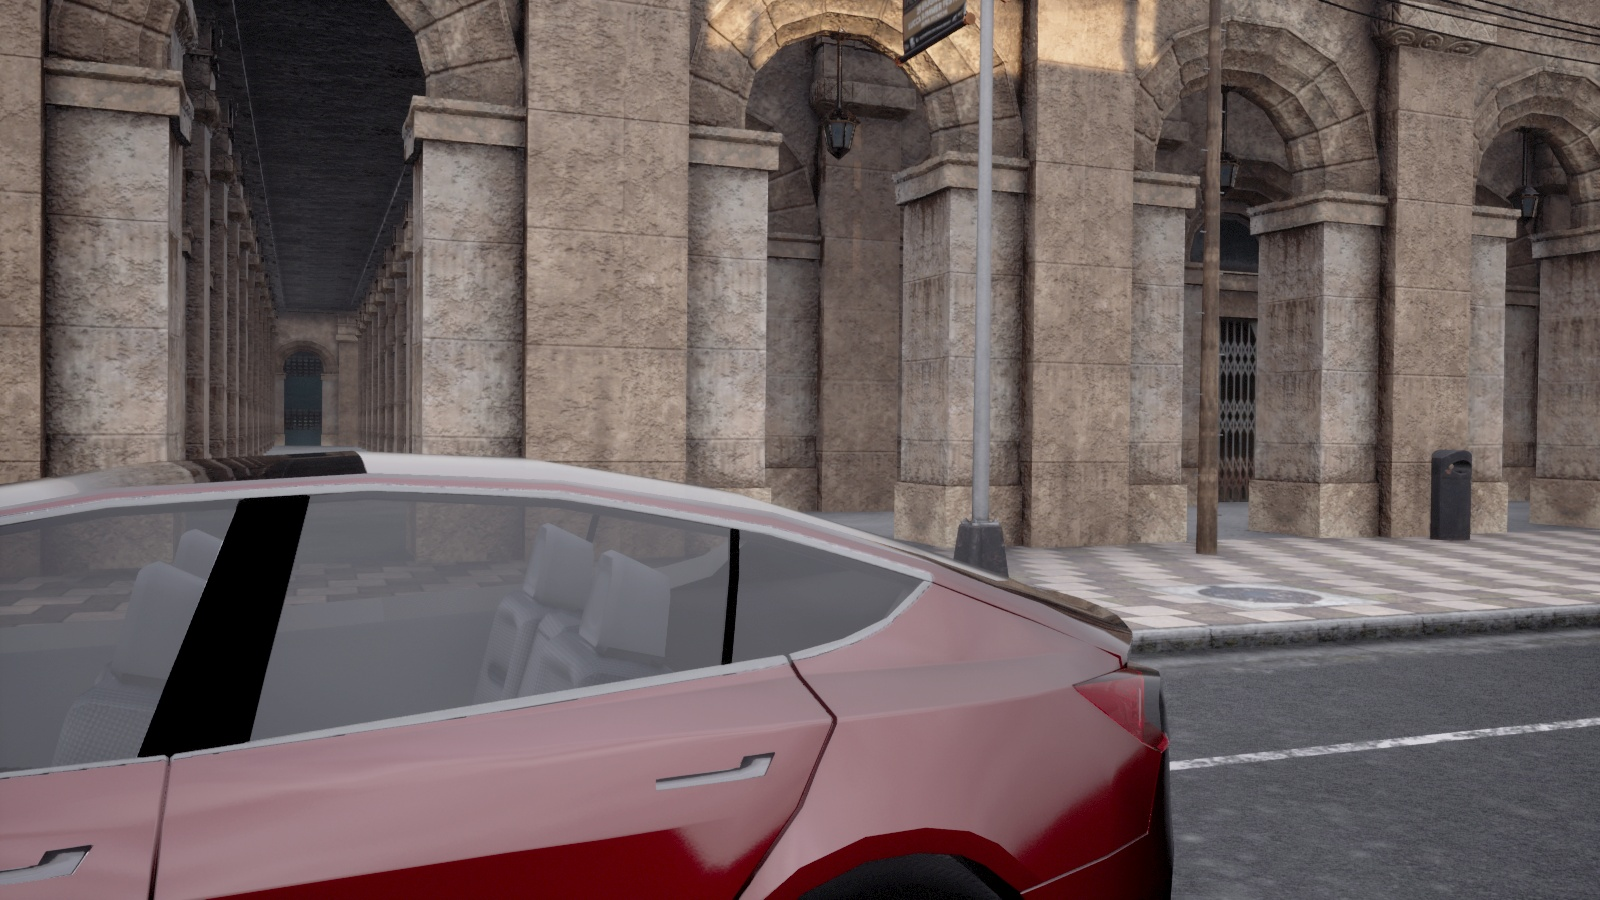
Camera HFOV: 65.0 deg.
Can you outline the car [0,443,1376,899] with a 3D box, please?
[{"bbox_3d":[-1.450,0.769,2.707,4.792,1.488,2.163,-1,1,-21],"label":"car"}]
